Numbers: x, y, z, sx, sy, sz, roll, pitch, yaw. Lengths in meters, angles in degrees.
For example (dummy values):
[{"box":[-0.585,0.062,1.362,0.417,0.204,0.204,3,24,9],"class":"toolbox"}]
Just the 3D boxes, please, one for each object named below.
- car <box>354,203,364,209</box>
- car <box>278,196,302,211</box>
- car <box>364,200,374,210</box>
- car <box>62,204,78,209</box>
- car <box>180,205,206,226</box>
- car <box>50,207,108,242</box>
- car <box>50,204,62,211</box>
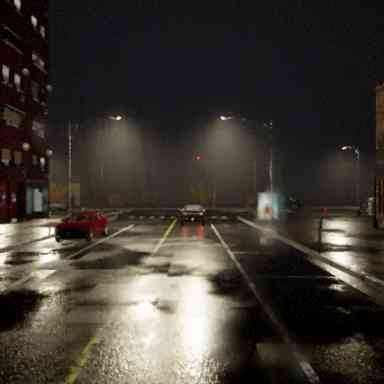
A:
[{"box":[27.132,1.859,49.514,5.357,1.411,2.033,0,0,1],"class":"car"},{"box":[12.404,1.625,46.323,5.566,2.045,2.150,0,0,-1],"class":"car"},{"box":[27.053,1.668,46.267,4.553,1.767,2.097,0,0,0],"class":"car"},{"box":[-17.111,2.197,43.168,4.718,1.301,1.895,0,0,0],"class":"car"},{"box":[0.079,1.781,26.213,2.128,1.511,4.902,0,-1,0],"class":"car"},{"box":[-5.695,1.739,17.594,1.887,1.381,4.507,-1,-1,0],"class":"car"},{"box":[-18.739,2.103,39.931,4.902,1.511,2.128,0,0,0],"class":"car"}]
